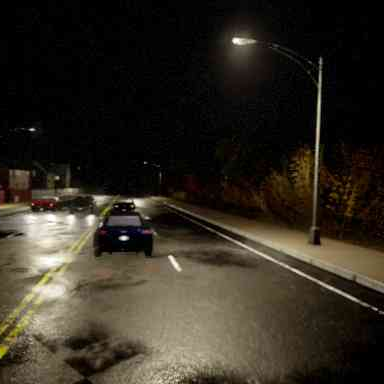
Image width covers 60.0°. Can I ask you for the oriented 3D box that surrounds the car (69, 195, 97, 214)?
[{"bbox_3d":[-9.338,1.083,28.771,1.837,1.490,4.892,1,0,-11],"label":"car"}]

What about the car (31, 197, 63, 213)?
[{"bbox_3d":[-12.825,1.103,29.615,1.895,1.301,4.718,1,1,-11],"label":"car"}]

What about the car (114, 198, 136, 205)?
[{"bbox_3d":[-6.143,1.228,30.353,1.895,1.301,4.718,1,1,-11],"label":"car"}]

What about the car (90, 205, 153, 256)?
[{"bbox_3d":[-2.555,1.414,12.520,1.994,1.385,4.181,1,0,-11],"label":"car"}]
